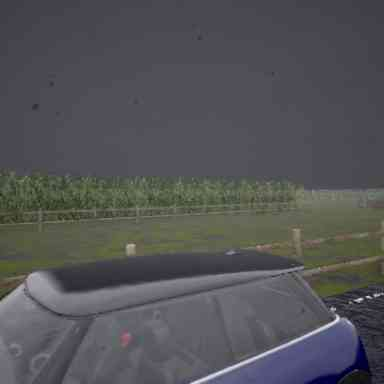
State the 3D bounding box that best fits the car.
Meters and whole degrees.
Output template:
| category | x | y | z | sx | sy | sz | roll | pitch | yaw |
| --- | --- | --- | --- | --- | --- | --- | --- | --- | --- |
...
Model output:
| category | x | y | z | sx | sy | sz | roll | pitch | yaw |
| --- | --- | --- | --- | --- | --- | --- | --- | --- | --- |
| car | -0.724 | 1.352 | 2.412 | 4.553 | 1.767 | 2.097 | 0 | 0 | -34 |
